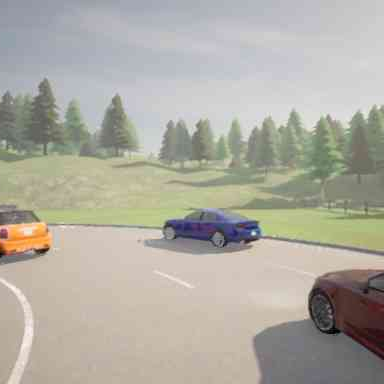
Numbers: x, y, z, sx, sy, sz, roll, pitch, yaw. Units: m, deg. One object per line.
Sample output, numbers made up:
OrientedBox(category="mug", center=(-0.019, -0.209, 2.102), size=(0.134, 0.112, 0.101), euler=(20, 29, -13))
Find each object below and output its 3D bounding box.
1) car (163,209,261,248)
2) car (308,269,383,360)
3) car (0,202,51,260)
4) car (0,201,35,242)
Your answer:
OrientedBox(category="car", center=(0.733, 1.514, 15.119), size=(1.882, 1.535, 5.008), euler=(1, -1, -45))
OrientedBox(category="car", center=(3.194, 1.539, 3.940), size=(1.812, 1.442, 4.674), euler=(0, 0, -9))
OrientedBox(category="car", center=(-7.338, 1.371, 12.091), size=(4.553, 1.767, 2.097), euler=(0, 0, 28))
OrientedBox(category="car", center=(-10.539, 1.377, 16.548), size=(4.553, 1.767, 2.097), euler=(0, 0, 10))
